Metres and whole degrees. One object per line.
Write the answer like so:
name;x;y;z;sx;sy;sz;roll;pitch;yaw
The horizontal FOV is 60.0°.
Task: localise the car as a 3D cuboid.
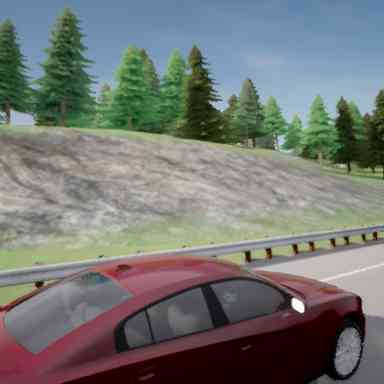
car;0.002;1.472;3.747;5.008;1.535;1.882;0;0;-35
